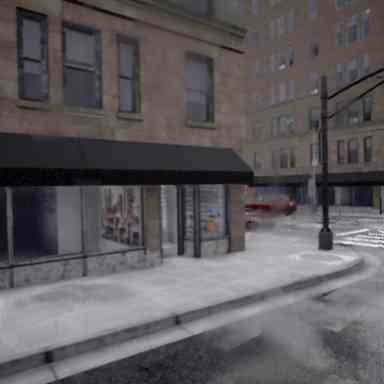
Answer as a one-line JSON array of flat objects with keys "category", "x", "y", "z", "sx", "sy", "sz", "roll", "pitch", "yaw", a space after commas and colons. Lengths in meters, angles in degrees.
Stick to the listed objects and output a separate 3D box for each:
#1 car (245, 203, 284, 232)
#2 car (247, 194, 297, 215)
[{"category": "car", "x": 3.103, "y": 1.548, "z": 19.969, "sx": 1.802, "sy": 1.307, "sz": 4.206, "roll": -2, "pitch": 1, "yaw": -36}, {"category": "car", "x": 6.826, "y": 1.152, "z": 29.401, "sx": 2.192, "sy": 1.841, "sz": 5.009, "roll": -3, "pitch": 1, "yaw": -36}]
